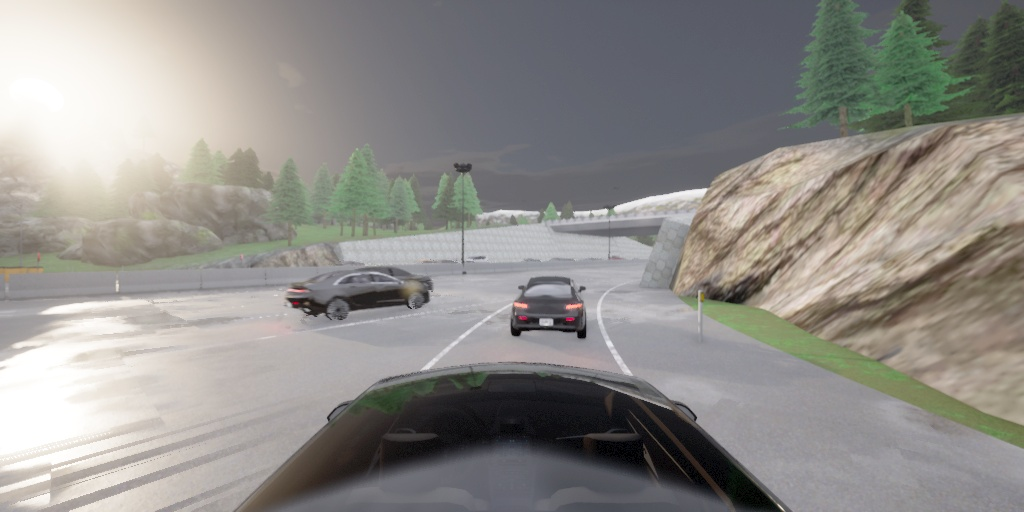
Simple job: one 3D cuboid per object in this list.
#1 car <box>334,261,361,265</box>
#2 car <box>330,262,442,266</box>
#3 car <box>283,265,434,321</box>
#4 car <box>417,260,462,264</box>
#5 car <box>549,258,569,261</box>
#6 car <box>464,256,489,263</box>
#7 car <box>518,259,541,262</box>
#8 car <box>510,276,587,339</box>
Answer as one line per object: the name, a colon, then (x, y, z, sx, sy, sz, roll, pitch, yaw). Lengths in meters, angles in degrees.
car: (-20.452, 1.295, 44.502, 1.994, 1.385, 4.181, 0, 0, 38)
car: (-5.986, 1.249, 17.139, 1.837, 1.490, 4.892, 0, 0, 38)
car: (-5.127, 1.235, 12.535, 2.128, 1.511, 4.902, 0, 0, 38)
car: (-8.502, 1.209, 42.775, 1.882, 1.535, 5.008, 0, 0, 38)
car: (7.659, 1.073, 63.526, 2.097, 1.767, 4.553, 0, 0, 38)
car: (-6.426, 0.947, 62.549, 2.150, 2.045, 5.566, 0, 0, 38)
car: (3.258, 1.214, 63.575, 2.128, 1.511, 4.902, 0, 0, 38)
car: (1.091, 1.272, 10.071, 1.812, 1.442, 4.674, 0, 0, 9)
